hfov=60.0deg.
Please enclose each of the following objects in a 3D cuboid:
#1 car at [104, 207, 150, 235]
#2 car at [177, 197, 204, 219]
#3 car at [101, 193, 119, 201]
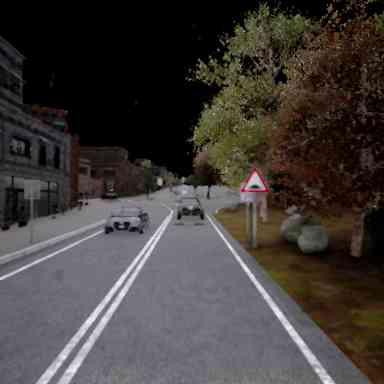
[{"bbox_3d":[-3.458,1.503,18.358,1.994,1.385,4.181,0,0,0],"label":"car"},{"bbox_3d":[-0.121,1.212,27.230,2.097,1.767,4.553,0,1,-1],"label":"car"},{"bbox_3d":[-15.034,0.853,60.755,1.895,1.301,4.718,0,1,7],"label":"car"}]
